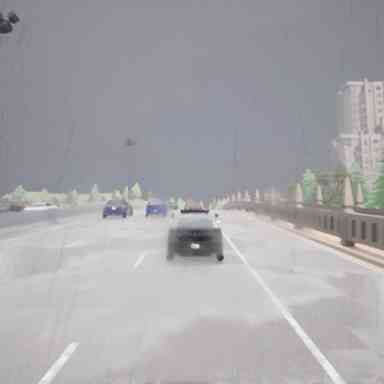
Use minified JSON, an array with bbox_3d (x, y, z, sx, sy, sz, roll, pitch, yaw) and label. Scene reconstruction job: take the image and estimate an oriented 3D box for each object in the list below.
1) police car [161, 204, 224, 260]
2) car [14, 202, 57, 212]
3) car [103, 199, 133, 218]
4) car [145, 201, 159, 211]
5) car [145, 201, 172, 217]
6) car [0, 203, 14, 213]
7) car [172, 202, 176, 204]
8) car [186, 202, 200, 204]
[{"bbox_3d":[0.104,1.472,12.836,1.930,1.638,5.238,0,0,0],"label":"police car"},{"bbox_3d":[-14.081,1.645,30.818,1.812,1.442,4.674,0,0,0],"label":"car"},{"bbox_3d":[-6.891,1.476,31.419,2.097,1.767,4.553,0,0,0],"label":"car"},{"bbox_3d":[-6.885,2.517,57.172,1.837,1.490,4.892,0,-5,0],"label":"car"},{"bbox_3d":[-3.390,1.607,33.099,1.882,1.535,5.008,0,0,0],"label":"car"},{"bbox_3d":[-17.578,1.686,31.375,1.994,1.385,4.181,0,0,0],"label":"car"},{"bbox_3d":[-3.384,2.529,57.417,2.128,1.511,4.902,0,-5,0],"label":"car"},{"bbox_3d":[0.110,1.742,35.820,1.895,1.301,4.718,0,0,0],"label":"car"}]
